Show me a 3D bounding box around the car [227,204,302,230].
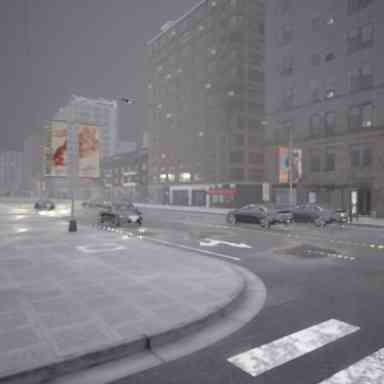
[{"bbox_3d":[4.284,1.526,21.634,2.128,1.511,4.902,0,0,-35],"label":"car"}]

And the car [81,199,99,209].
[{"bbox_3d":[-14.442,1.653,48.071,2.033,1.411,5.357,0,0,-35],"label":"car"}]

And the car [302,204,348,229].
[{"bbox_3d":[7.857,1.523,22.213,2.128,1.511,4.902,0,0,-35],"label":"car"}]

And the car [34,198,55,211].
[{"bbox_3d":[-19.203,1.596,43.331,2.128,1.511,4.902,0,0,-35],"label":"car"}]

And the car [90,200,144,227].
[{"bbox_3d":[-5.112,1.540,23.306,2.128,1.511,4.902,0,0,-35],"label":"car"}]
